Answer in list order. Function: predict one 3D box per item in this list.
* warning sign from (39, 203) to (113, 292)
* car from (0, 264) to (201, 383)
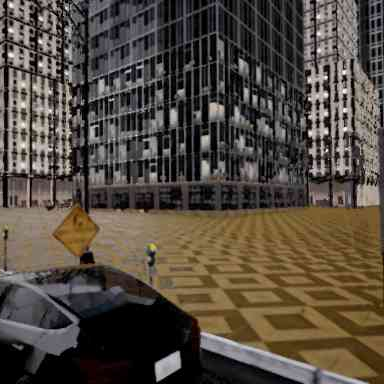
[{"bbox_3d":[-2.763,1.215,7.975,1.060,1.860,1.300,-1,-1,38],"label":"warning sign"},{"bbox_3d":[-1.862,1.621,4.300,4.313,1.339,1.947,0,-2,38],"label":"car"}]
